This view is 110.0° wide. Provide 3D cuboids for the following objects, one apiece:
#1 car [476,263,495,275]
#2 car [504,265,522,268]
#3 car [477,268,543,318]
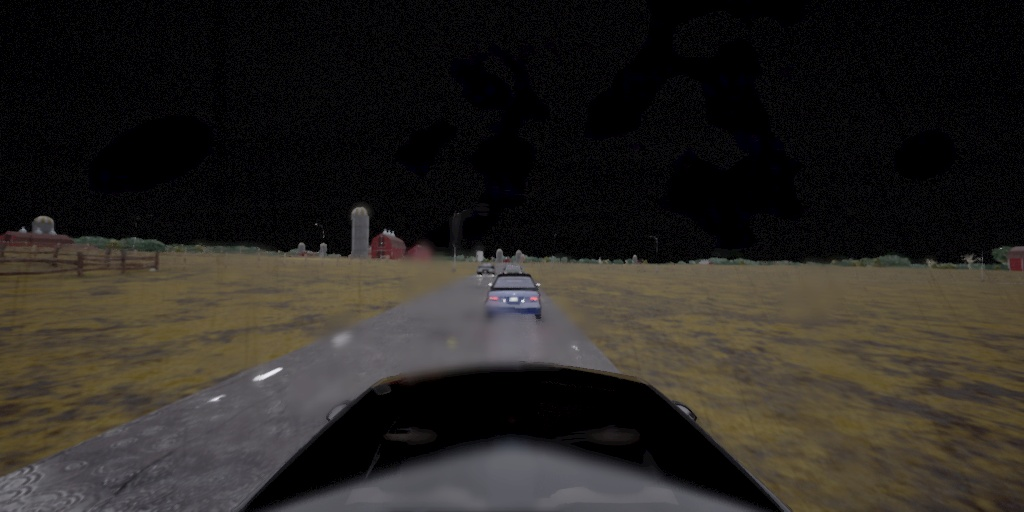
[{"bbox_3d":[-2.841,1.480,40.268,1.994,1.385,4.181,0,0,0],"label":"car"},{"bbox_3d":[0.094,1.476,31.863,1.895,1.301,4.718,0,0,0],"label":"car"},{"bbox_3d":[0.083,1.334,13.069,2.033,1.411,5.357,0,0,0],"label":"car"}]
